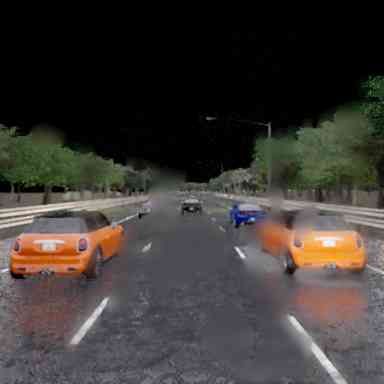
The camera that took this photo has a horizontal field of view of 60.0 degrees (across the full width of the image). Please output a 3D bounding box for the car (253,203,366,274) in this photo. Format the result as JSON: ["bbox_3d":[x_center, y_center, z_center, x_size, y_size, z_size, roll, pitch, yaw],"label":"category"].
[{"bbox_3d":[3.500,1.318,10.612,2.097,1.767,4.553,0,0,0],"label":"car"}]

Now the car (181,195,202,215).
[{"bbox_3d":[-0.016,1.373,32.806,1.882,1.535,5.008,0,0,0],"label":"car"}]

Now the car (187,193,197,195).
[{"bbox_3d":[0.092,1.342,51.336,1.837,1.490,4.892,0,1,0],"label":"car"}]

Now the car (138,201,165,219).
[{"bbox_3d":[-3.401,1.456,28.482,2.033,1.411,5.357,0,0,0],"label":"car"}]

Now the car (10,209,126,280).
[{"bbox_3d":[-3.399,1.320,10.030,2.097,1.767,4.553,0,0,0],"label":"car"}]

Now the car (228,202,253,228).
[{"bbox_3d":[3.499,1.409,21.643,1.882,1.535,5.008,0,0,0],"label":"car"}]
